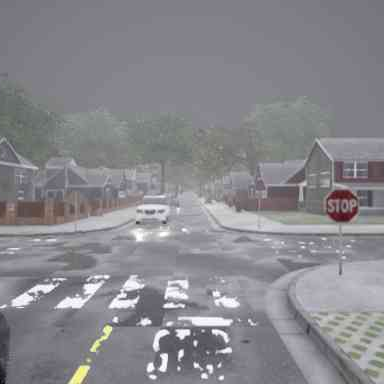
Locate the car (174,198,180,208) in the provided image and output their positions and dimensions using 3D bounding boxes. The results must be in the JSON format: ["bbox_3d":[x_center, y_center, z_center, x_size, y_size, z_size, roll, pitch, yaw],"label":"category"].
[{"bbox_3d":[-2.787,1.571,48.919,1.812,1.442,4.674,0,0,0],"label":"car"}]

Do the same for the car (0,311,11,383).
[{"bbox_3d":[-2.752,1.543,1.457,1.837,1.490,4.892,0,0,0],"label":"car"}]

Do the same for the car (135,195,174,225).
[{"bbox_3d":[-2.768,1.272,24.533,2.150,2.045,5.566,0,0,0],"label":"car"}]
